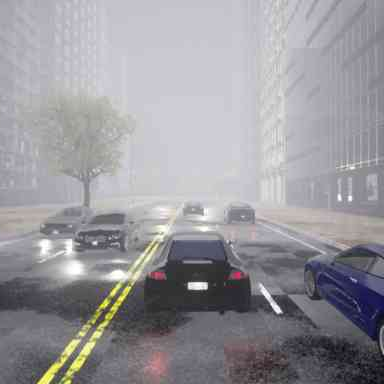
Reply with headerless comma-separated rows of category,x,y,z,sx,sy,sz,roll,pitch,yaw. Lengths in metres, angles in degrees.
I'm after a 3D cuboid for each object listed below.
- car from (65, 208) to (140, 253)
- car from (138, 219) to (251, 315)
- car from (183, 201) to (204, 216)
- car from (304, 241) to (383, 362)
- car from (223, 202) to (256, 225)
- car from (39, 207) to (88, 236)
car,-3.331,1.508,13.849,1.837,1.490,4.892,0,0,0
car,0.107,1.566,7.658,1.994,1.385,4.181,0,0,0
car,0.144,1.571,32.260,1.994,1.385,4.181,0,0,0
car,3.355,1.527,5.394,1.812,1.442,4.674,0,0,0
car,3.382,1.483,24.454,1.882,1.535,5.008,0,0,0
car,-6.575,1.552,18.706,2.033,1.411,5.357,0,0,0
